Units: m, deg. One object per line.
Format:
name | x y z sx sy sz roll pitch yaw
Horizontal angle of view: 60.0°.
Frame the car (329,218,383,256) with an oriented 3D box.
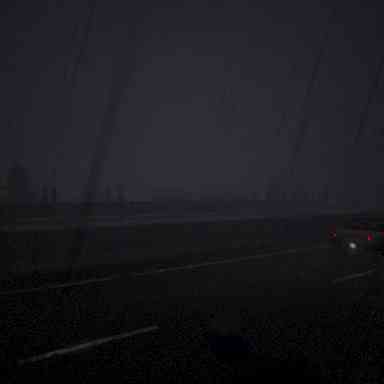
car | 7.827 1.734 13.751 4.718 1.301 1.895 1 0 -35
